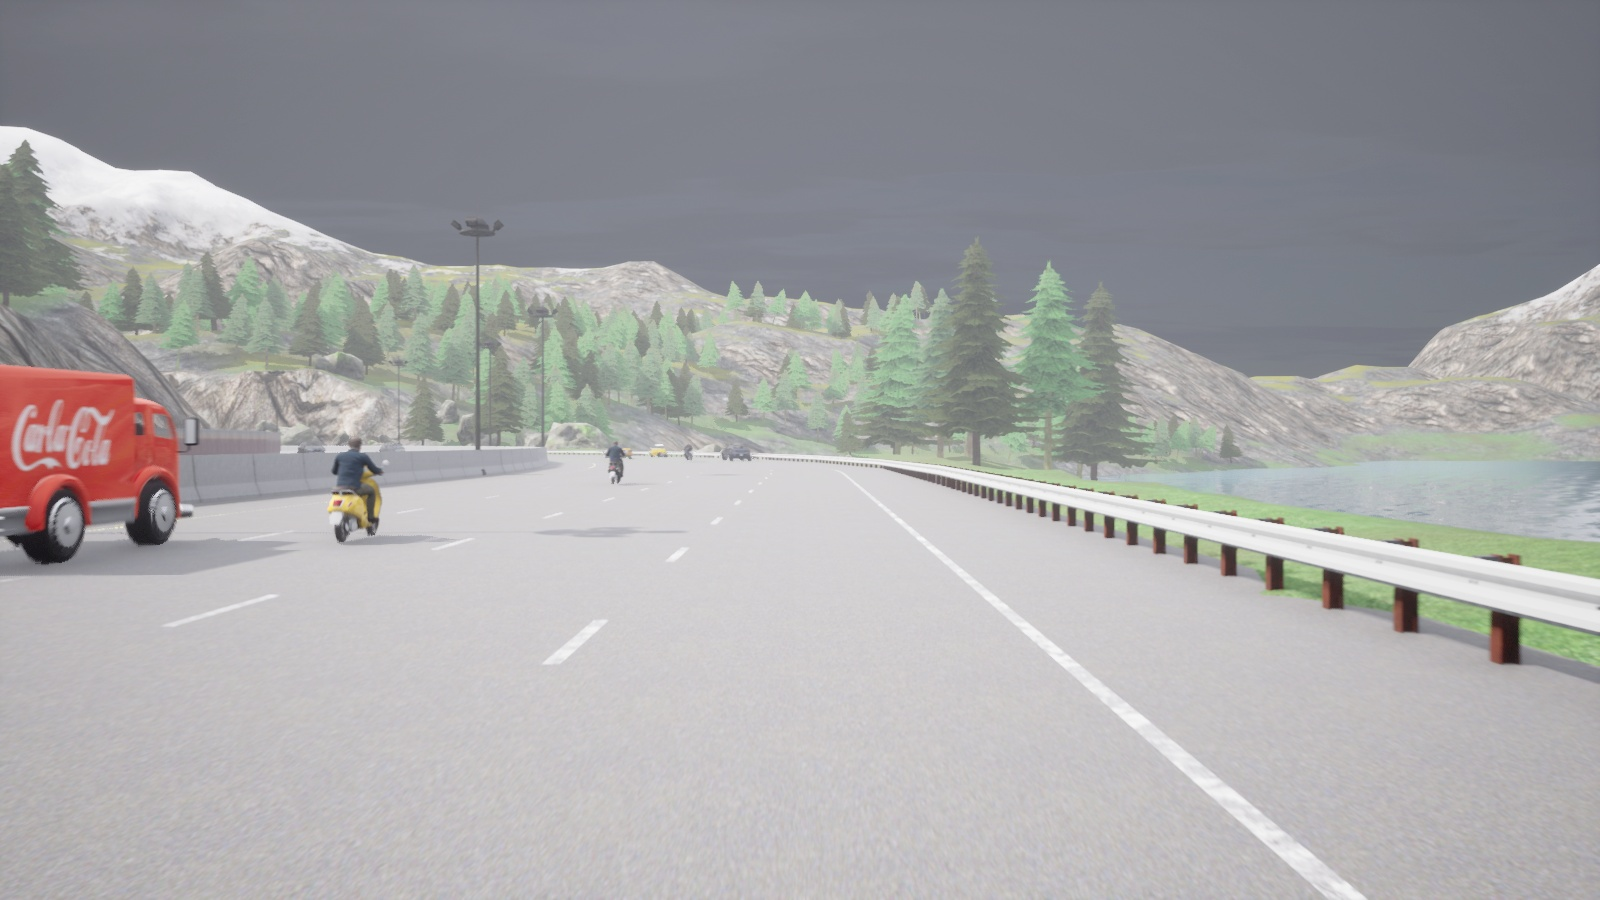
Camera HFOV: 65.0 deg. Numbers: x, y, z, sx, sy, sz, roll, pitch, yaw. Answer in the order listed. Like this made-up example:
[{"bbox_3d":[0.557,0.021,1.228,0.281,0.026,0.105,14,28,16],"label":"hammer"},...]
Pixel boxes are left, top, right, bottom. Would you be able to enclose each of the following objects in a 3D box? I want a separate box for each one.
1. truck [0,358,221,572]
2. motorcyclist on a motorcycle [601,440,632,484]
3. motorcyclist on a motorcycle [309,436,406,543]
[{"bbox_3d":[-10.387,0.155,17.051,2.627,2.467,5.204,0,0,0],"label":"truck"},{"bbox_3d":[-6.720,0.435,45.995,0.866,1.590,1.817,0,0,0],"label":"motorcyclist on a motorcycle"},{"bbox_3d":[-6.872,0.584,19.591,0.866,1.590,1.817,0,0,0],"label":"motorcyclist on a motorcycle"}]
